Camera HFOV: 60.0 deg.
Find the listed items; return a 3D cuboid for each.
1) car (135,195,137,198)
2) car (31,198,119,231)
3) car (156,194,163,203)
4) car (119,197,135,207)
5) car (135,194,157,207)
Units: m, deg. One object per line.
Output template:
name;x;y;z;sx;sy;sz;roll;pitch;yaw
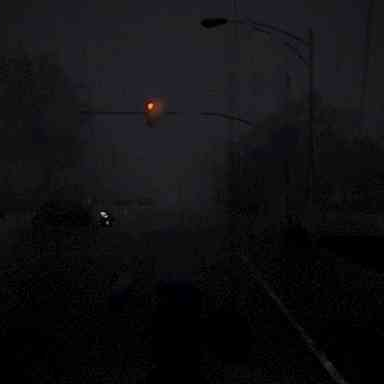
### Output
car;-10.519;1.342;66.508;1.882;1.535;5.008;0;0;-1
car;-6.963;1.314;19.827;4.553;1.767;2.097;0;0;-3
car;-7.026;1.218;66.422;2.097;1.767;4.553;0;0;-1
car;-10.464;1.459;50.824;1.812;1.442;4.674;0;0;0
car;-6.961;1.496;50.821;1.994;1.385;4.181;0;0;0
